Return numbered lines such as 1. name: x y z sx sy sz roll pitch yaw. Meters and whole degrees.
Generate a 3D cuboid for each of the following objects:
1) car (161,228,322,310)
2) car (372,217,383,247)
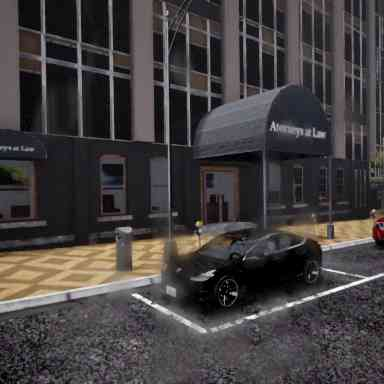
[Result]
1. car: 1.329 1.564 7.812 4.313 1.339 1.947 0 -1 -37
2. car: 9.605 1.310 14.014 5.009 1.841 2.192 0 -1 -37
